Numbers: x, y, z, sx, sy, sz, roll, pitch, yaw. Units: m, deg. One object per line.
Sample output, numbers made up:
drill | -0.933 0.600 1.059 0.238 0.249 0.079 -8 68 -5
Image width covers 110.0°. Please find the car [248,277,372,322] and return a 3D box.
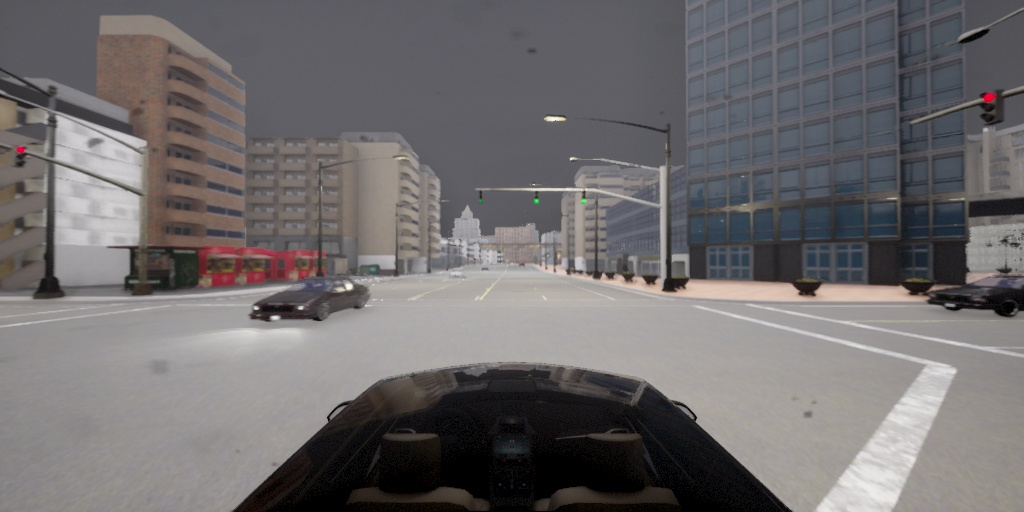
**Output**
car | -7.014 1.498 13.294 2.033 1.411 5.357 0 -1 0

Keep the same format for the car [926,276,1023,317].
car | 19.010 1.444 13.366 5.357 1.411 2.033 0 -1 1

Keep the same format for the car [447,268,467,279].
car | -6.993 2.280 46.288 1.812 1.442 4.674 0 -1 0
